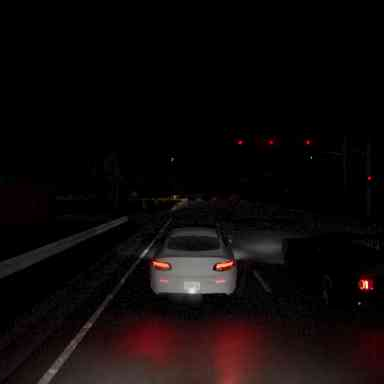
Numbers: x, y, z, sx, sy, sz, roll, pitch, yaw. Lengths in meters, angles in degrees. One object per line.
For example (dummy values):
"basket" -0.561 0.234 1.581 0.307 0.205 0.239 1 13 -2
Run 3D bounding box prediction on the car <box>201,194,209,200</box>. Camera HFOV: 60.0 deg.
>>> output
"car" 3.513 1.354 91.194 2.128 1.511 4.902 0 0 0

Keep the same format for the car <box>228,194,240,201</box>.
"car" 10.512 1.466 80.773 1.882 1.535 5.008 0 0 0

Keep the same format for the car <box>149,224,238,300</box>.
"car" 0.075 1.525 8.297 1.812 1.442 4.674 0 0 2

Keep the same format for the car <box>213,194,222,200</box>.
"car" 7.013 1.354 91.193 2.128 1.511 4.902 0 0 0

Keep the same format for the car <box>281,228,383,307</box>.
"car" 3.564 1.601 7.906 1.895 1.301 4.718 0 0 0

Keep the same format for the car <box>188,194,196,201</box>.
"car" 0.012 1.528 80.775 2.033 1.411 5.357 0 0 0

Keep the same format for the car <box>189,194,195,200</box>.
"car" 0.013 1.329 91.194 1.837 1.490 4.892 0 0 0

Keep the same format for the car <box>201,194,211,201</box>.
"car" 3.512 1.344 81.161 2.097 1.767 4.553 0 0 0

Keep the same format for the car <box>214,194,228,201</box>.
"car" 7.012 1.344 81.160 2.097 1.767 4.553 0 0 0

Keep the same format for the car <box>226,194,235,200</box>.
"car" 10.513 1.307 91.193 1.882 1.535 5.008 0 0 0
